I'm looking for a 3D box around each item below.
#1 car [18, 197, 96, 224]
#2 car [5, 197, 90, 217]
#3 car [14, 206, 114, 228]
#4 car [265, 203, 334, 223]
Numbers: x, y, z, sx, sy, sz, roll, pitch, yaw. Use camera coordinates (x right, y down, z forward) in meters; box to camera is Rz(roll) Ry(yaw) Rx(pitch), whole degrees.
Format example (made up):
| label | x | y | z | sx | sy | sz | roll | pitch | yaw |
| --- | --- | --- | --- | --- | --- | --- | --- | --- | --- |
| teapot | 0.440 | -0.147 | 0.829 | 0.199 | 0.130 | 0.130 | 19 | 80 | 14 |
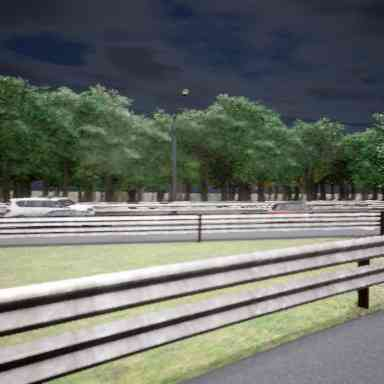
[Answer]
| label | x | y | z | sx | sy | sz | roll | pitch | yaw |
| --- | --- | --- | --- | --- | --- | --- | --- | --- | --- |
| car | -10.763 | 1.434 | 27.052 | 5.566 | 2.045 | 2.150 | 0 | 0 | -10 |
| car | -10.125 | 1.446 | 23.612 | 5.566 | 2.045 | 2.150 | 0 | 0 | -10 |
| car | -7.598 | 1.797 | 20.523 | 5.357 | 1.411 | 2.033 | 0 | 0 | -10 |
| car | 7.569 | 1.566 | 23.332 | 4.553 | 1.767 | 2.097 | 0 | 0 | -10 |
